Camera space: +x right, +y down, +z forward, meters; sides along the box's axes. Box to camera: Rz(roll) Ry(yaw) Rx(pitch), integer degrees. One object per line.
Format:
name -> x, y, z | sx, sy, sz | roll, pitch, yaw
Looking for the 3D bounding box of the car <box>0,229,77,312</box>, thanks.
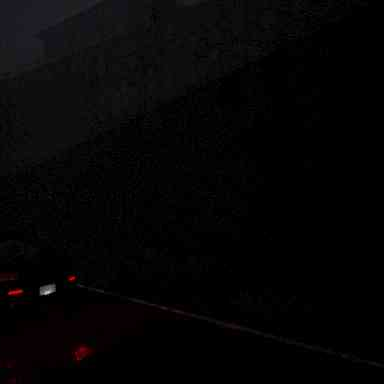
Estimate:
car -> -4.380, 1.521, 7.118 | 4.674, 1.442, 1.812 | 0, 0, 35
